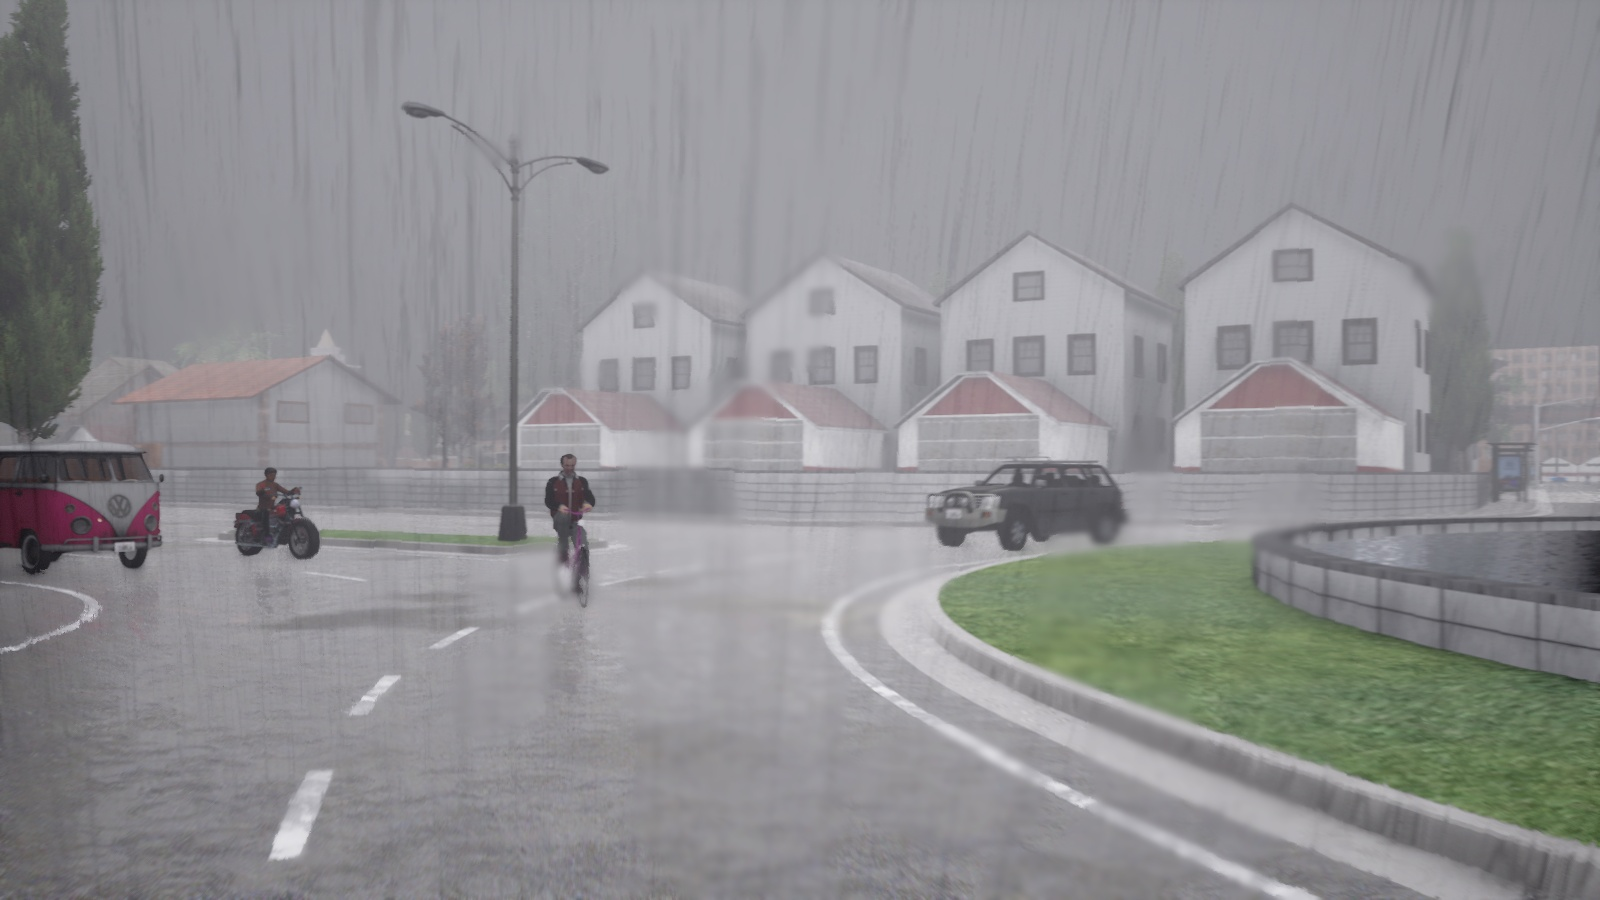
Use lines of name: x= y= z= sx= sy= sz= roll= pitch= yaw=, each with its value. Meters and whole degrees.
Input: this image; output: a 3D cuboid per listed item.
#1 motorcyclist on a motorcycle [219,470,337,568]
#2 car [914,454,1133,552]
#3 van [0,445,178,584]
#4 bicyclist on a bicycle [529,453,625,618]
motorcyclist on a motorcycle: x=-9.289 y=1.191 z=22.314 sx=2.350 sy=1.649 sz=0.766 roll=-1 pitch=-1 yaw=34
car: x=4.712 y=1.044 z=26.091 sx=4.605 sy=1.855 sz=1.932 roll=0 pitch=-2 yaw=-40
van: x=-11.996 y=0.968 z=19.944 sx=4.442 sy=1.987 sz=1.775 roll=-1 pitch=-1 yaw=33
bicyclist on a bicycle: x=-2.621 y=0.945 z=14.616 sx=0.659 sy=1.776 sz=1.843 roll=-1 pitch=-1 yaw=-23
